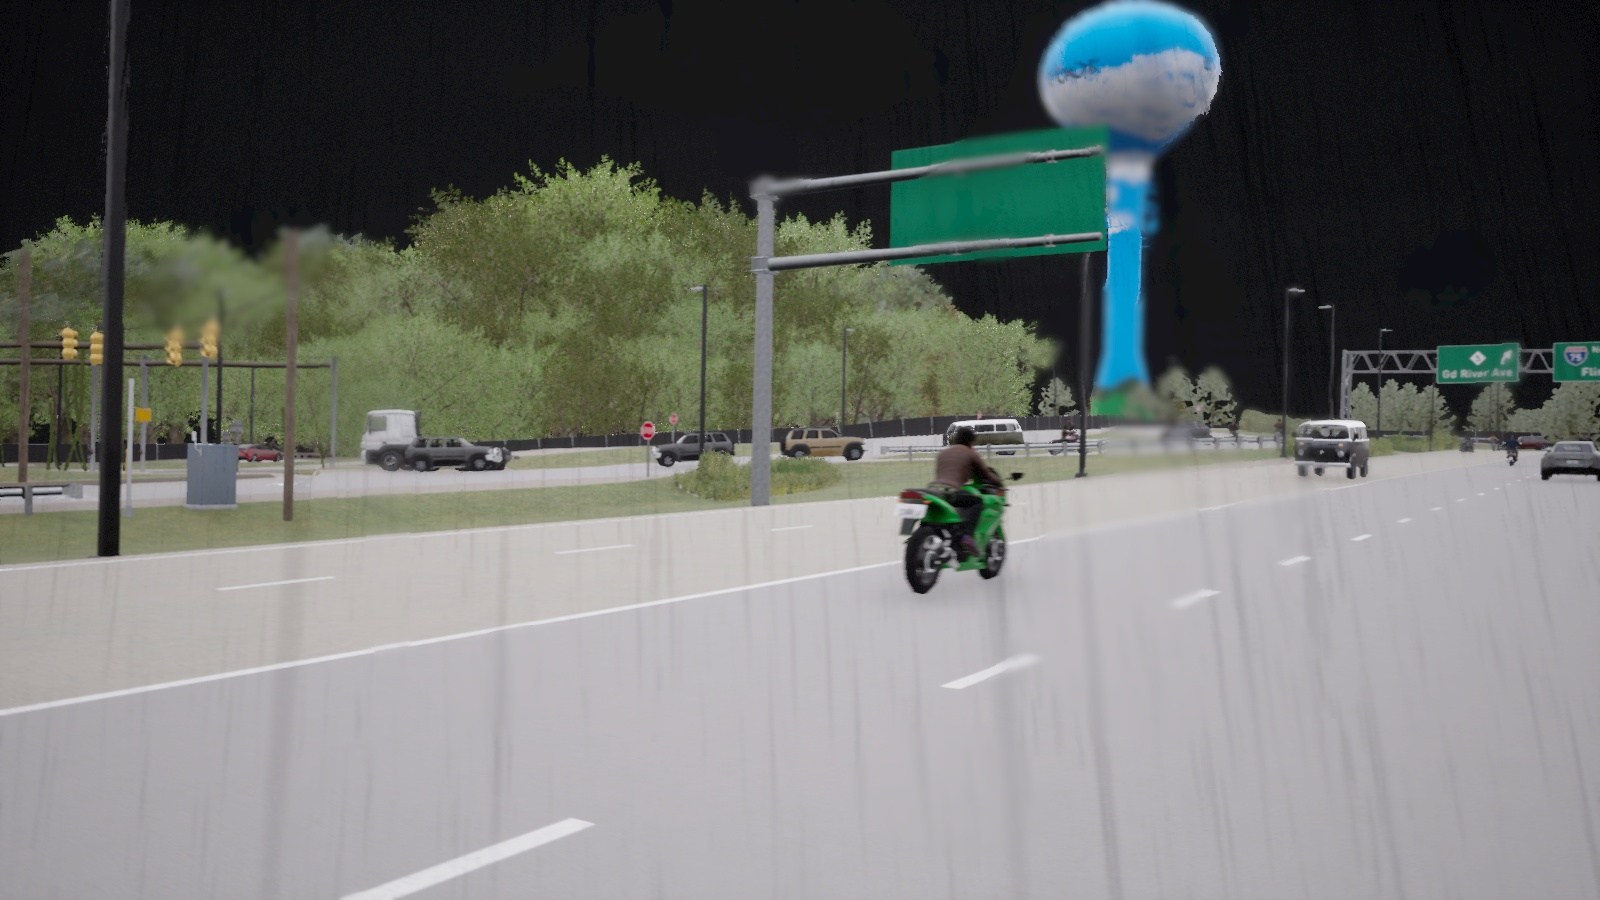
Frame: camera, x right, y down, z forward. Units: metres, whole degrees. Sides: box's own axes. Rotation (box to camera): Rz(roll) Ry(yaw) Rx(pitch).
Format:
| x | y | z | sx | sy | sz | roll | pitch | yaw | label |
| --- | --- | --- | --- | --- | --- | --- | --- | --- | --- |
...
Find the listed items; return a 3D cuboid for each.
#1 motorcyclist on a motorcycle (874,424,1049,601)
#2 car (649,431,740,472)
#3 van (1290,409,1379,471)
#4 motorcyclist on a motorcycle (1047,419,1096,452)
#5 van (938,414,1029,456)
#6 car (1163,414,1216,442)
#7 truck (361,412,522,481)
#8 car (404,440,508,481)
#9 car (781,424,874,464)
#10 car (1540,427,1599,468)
| x | y | z | sx | sy | sz | roll | pitch | yaw | label |
| --- | --- | --- | --- | --- | --- | --- | --- | --- | --- |
| 1.568 | 0.520 | 11.840 | 0.797 | 1.523 | 2.044 | 0 | 1 | 34 | motorcyclist on a motorcycle |
| -5.800 | 0.057 | 68.571 | 4.605 | 1.855 | 1.932 | -4 | 2 | -13 | car |
| 18.761 | -0.375 | 43.995 | 2.069 | 2.038 | 4.480 | 0 | 1 | 34 | van |
| 14.430 | -0.773 | 66.816 | 2.350 | 1.649 | 0.766 | -2 | 0 | -11 | motorcyclist on a motorcycle |
| 10.230 | -0.823 | 70.151 | 4.480 | 2.038 | 2.069 | -3 | 0 | -9 | van |
| 23.763 | -1.326 | 76.550 | 1.789 | 1.549 | 3.705 | -1 | 2 | 40 | car |
| -19.692 | -0.154 | 69.174 | 7.936 | 3.462 | 2.891 | -2 | -1 | 3 | truck |
| -17.125 | 0.498 | 62.694 | 4.605 | 1.855 | 1.932 | -2 | 0 | 1 | car |
| 1.412 | -0.311 | 65.387 | 4.605 | 1.855 | 1.932 | -3 | 0 | -5 | car |
| 27.651 | -0.128 | 44.728 | 1.994 | 1.385 | 4.181 | 0 | 1 | 34 | car |
